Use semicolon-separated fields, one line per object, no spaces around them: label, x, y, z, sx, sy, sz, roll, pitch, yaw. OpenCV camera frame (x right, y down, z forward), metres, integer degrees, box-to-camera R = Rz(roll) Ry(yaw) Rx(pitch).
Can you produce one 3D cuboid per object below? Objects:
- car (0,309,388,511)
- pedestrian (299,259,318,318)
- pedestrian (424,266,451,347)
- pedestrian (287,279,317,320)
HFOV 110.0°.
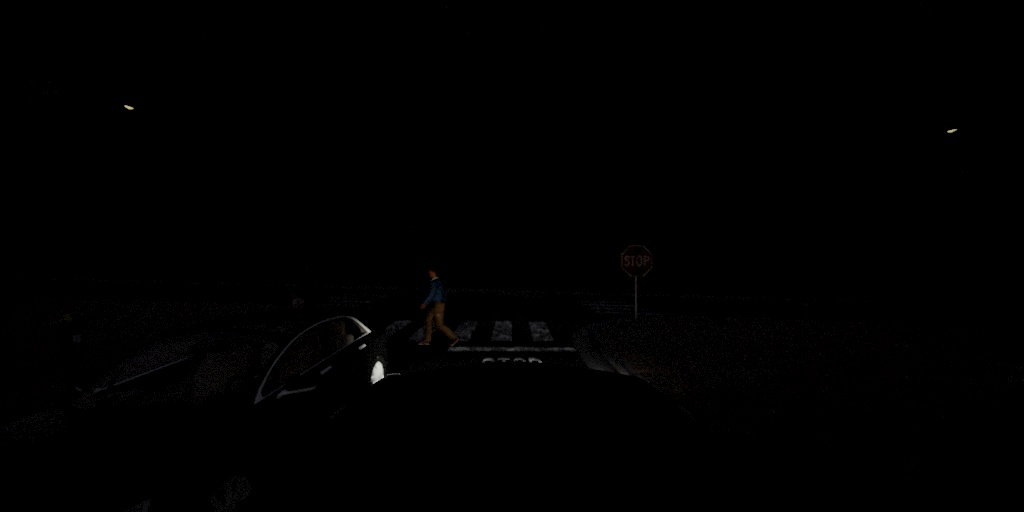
car;-2.639;1.306;3.606;2.007;1.370;4.403;0;0;0
pedestrian;-4.914;0.909;8.549;0.375;1.860;0.375;1;-1;0
pedestrian;-1.644;1.060;7.951;0.375;1.860;0.375;1;-1;0
pedestrian;-4.348;1.180;7.347;0.375;1.300;0.375;1;-1;0
